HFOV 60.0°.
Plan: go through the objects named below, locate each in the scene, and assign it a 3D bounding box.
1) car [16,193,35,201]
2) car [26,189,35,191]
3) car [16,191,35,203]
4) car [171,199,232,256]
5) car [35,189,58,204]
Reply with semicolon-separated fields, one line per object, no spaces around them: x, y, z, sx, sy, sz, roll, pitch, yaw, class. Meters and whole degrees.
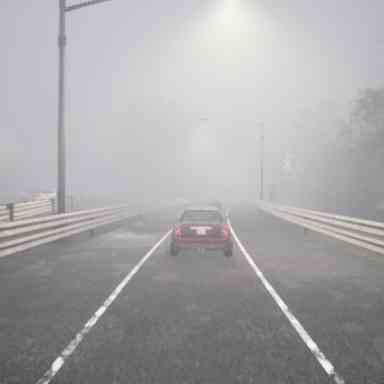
-30.642;0.871;61.266;1.895;1.301;4.718;0;0;-12;car
-25.326;0.576;53.651;2.150;2.045;5.566;0;0;-12;car
-24.161;0.928;48.703;1.812;1.442;4.674;0;1;-12;car
0.395;1.350;13.270;2.097;1.767;4.553;0;0;2;car
-20.414;0.627;47.942;2.150;2.045;5.566;0;-1;-12;car
